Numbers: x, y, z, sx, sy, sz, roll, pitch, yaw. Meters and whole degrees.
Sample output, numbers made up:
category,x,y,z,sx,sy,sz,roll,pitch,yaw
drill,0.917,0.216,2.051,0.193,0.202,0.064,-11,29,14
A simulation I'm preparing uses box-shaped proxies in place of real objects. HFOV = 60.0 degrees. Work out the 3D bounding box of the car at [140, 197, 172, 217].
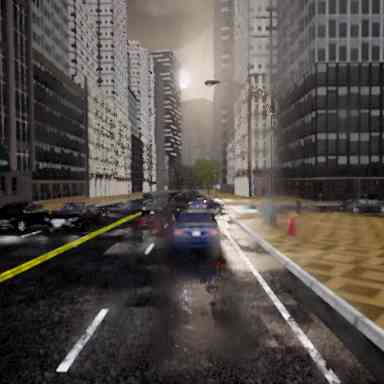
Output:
category,x,y,z,sx,sy,sz,roll,pitch,yaw
car,-3.013,1.307,27.553,1.895,1.301,4.718,0,-1,0

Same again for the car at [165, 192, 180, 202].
category,x,y,z,sx,sy,sz,roll,pitch,yaw
car,-2.880,0.809,53.434,1.837,1.490,4.892,-1,1,0

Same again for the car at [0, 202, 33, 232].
category,x,y,z,sx,sy,sz,roll,pitch,yaw
car,-9.714,1.346,18.757,1.837,1.490,4.892,-1,0,1

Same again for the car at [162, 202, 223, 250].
category,x,y,z,sx,sy,sz,roll,pitch,yaw
car,0.152,1.363,13.324,2.033,1.411,5.357,-1,1,0

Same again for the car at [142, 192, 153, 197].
category,x,y,z,sx,sy,sz,roll,pitch,yaw
car,-9.388,0.692,70.364,1.994,1.385,4.181,-1,1,0

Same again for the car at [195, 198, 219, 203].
category,x,y,z,sx,sy,sz,roll,pitch,yaw
car,1.308,1.231,29.369,2.033,1.411,5.357,0,0,19

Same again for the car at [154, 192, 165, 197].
category,x,y,z,sx,sy,sz,roll,pitch,yaw
car,-6.138,0.647,70.346,2.033,1.411,5.357,-1,1,0

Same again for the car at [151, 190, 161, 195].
category,x,y,z,sx,sy,sz,roll,pitch,yaw
car,-9.308,0.139,85.923,1.895,1.301,4.718,-1,1,0

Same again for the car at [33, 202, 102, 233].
category,x,y,z,sx,sy,sz,roll,pitch,yaw
car,-6.467,1.303,18.501,2.128,1.511,4.902,-1,1,1

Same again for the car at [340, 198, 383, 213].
category,x,y,z,sx,sy,sz,roll,pitch,yaw
car,16.073,1.248,30.913,4.403,1.369,2.008,0,1,0

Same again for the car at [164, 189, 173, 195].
category,x,y,z,sx,sy,sz,roll,pitch,yaw
car,-6.059,0.036,85.934,2.128,1.511,4.902,-1,1,0
